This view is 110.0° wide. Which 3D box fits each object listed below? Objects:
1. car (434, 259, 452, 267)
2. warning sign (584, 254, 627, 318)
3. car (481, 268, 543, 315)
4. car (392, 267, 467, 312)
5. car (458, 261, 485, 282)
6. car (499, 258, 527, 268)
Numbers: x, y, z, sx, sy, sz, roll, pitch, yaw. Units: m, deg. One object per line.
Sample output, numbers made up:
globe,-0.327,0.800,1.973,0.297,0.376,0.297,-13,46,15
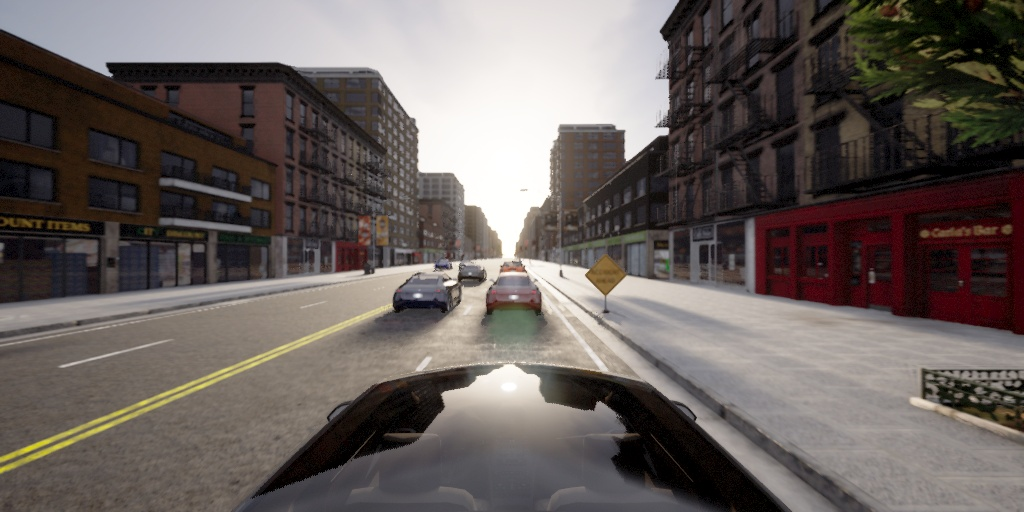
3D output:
car,-9.817,1.214,51.541,1.882,1.535,5.008,0,0,0
warning sign,2.852,0.862,10.929,1.300,1.860,1.060,0,0,0
car,0.074,1.309,13.659,1.994,1.385,4.181,0,0,0
car,-3.173,1.309,14.135,1.994,1.385,4.181,0,0,0
car,-3.170,1.304,29.153,1.994,1.385,4.181,0,0,0
car,0.074,1.091,28.267,2.097,1.767,4.553,0,0,0
